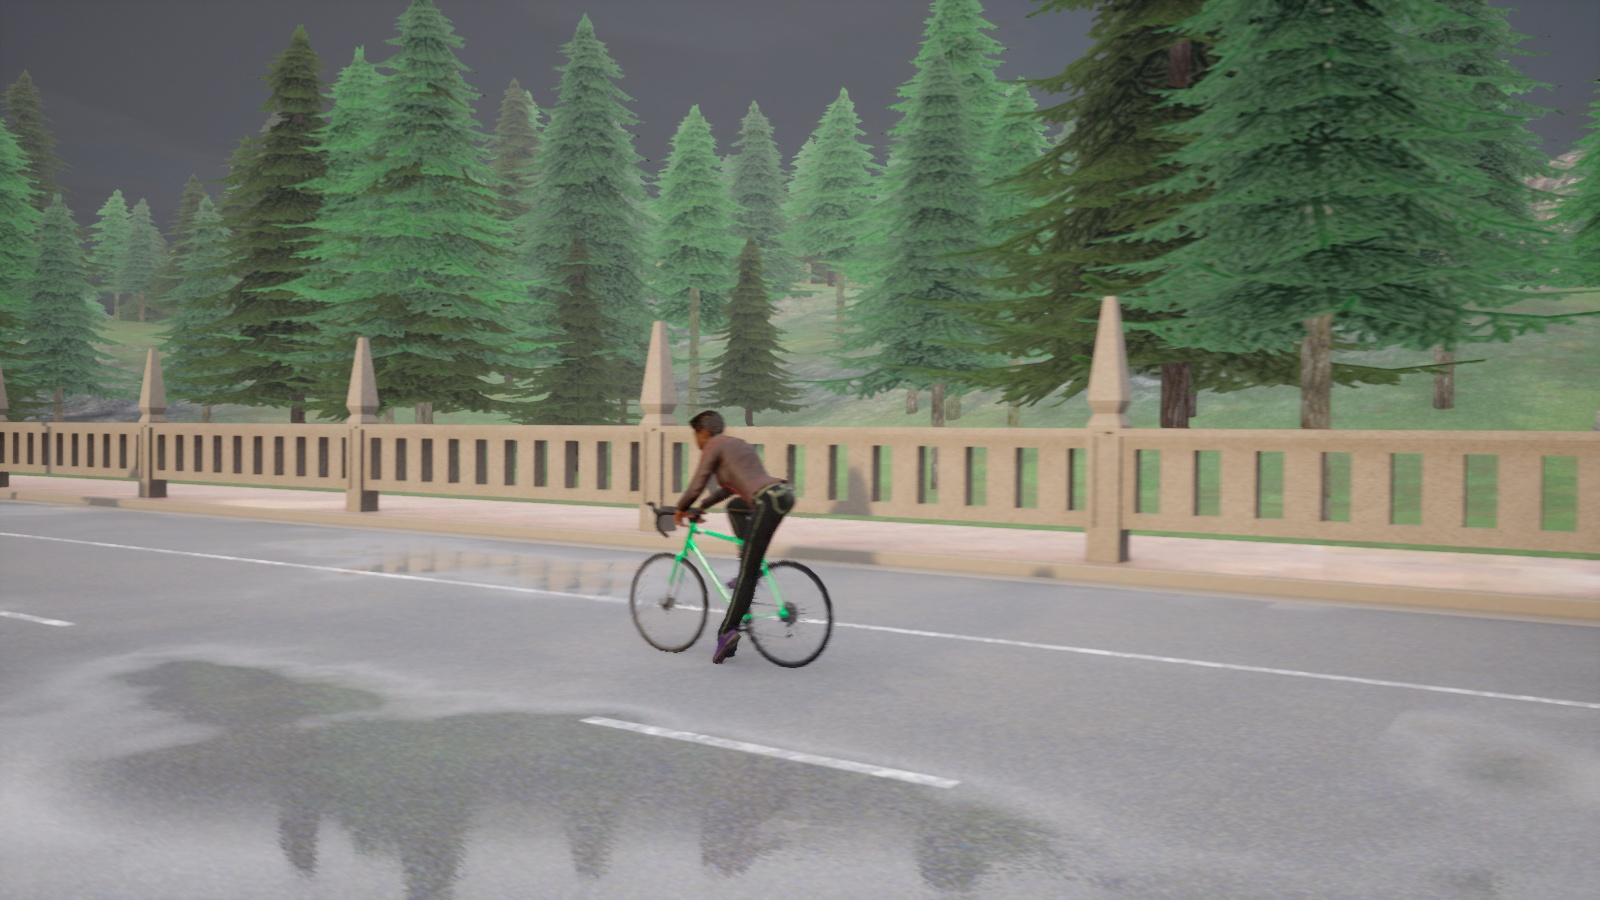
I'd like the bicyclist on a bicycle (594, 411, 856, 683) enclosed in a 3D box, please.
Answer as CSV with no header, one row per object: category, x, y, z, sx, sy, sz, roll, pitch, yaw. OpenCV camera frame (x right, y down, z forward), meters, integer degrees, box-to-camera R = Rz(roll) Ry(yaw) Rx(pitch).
bicyclist on a bicycle,-0.507,0.577,8.161,1.656,1.620,0.582,-1,1,34
